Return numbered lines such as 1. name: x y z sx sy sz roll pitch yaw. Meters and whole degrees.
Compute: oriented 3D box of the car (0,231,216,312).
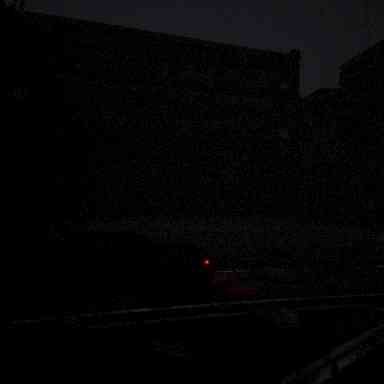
1. car: -2.177 1.638 7.714 5.357 1.411 2.033 1 -1 -17
